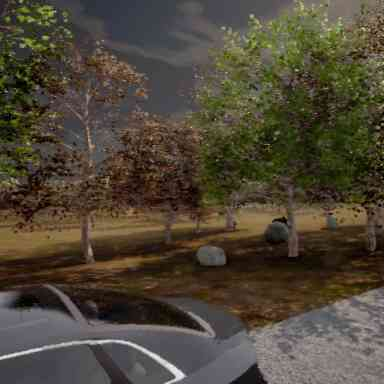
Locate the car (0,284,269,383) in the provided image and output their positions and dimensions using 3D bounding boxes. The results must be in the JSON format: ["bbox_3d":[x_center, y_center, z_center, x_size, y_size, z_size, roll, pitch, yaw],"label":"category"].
[{"bbox_3d":[-1.682,1.499,1.885,4.892,1.490,1.837,0,0,-35],"label":"car"}]
